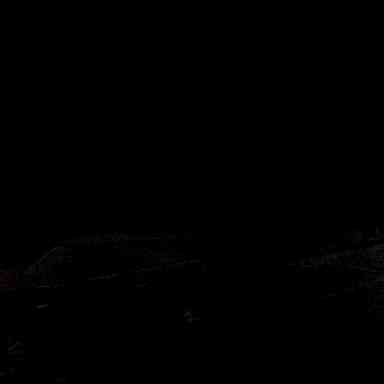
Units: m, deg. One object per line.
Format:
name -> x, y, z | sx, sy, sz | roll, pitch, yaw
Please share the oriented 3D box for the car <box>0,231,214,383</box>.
car -> -1.703, 1.441, 5.320 | 4.097, 1.590, 1.967 | 0, 0, -35
